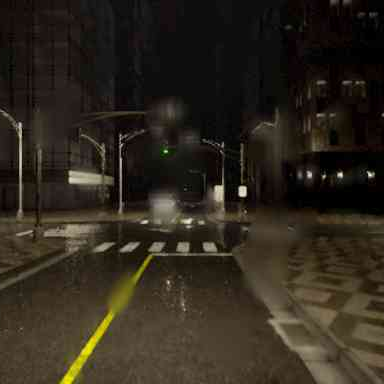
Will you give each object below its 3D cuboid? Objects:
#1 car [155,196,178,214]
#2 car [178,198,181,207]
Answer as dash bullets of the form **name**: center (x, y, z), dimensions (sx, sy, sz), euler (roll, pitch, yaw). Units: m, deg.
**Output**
- **car**: center (-3.101, 1.470, 39.346), dimensions (2.150, 2.045, 5.566), euler (0, 0, 0)
- **car**: center (-3.030, 1.878, 60.676), dimensions (1.837, 1.490, 4.892), euler (0, -1, 0)
